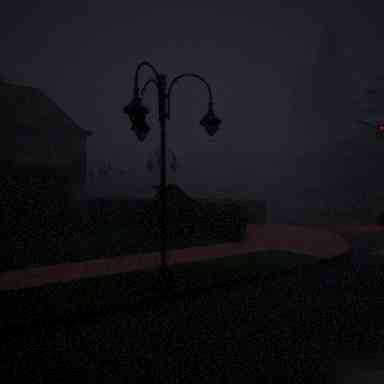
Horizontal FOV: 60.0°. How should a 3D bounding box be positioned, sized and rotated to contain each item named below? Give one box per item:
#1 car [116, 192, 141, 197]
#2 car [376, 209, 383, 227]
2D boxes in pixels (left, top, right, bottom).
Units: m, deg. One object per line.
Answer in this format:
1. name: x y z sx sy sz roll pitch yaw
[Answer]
1. car: -8.011 1.060 42.640 2.150 2.045 5.566 0 2 -36
2. car: 11.383 1.312 15.495 1.882 1.535 5.008 -1 2 -35
